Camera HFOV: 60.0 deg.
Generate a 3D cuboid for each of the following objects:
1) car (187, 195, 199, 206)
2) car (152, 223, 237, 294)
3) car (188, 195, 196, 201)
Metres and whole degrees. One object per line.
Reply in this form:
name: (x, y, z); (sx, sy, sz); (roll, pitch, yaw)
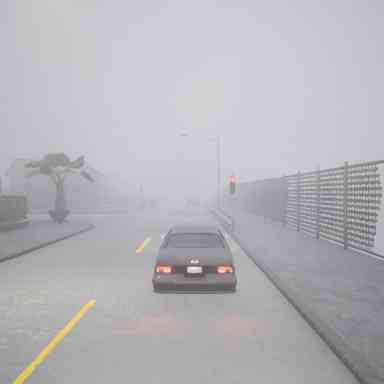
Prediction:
car: (0.141, 1.564, 56.649); (1.994, 1.385, 4.181); (0, 0, 0)
car: (0.069, 1.547, 8.932); (2.033, 1.411, 5.357); (0, 0, 1)
car: (0.059, 1.552, 86.582); (1.994, 1.385, 4.181); (0, 0, 0)
